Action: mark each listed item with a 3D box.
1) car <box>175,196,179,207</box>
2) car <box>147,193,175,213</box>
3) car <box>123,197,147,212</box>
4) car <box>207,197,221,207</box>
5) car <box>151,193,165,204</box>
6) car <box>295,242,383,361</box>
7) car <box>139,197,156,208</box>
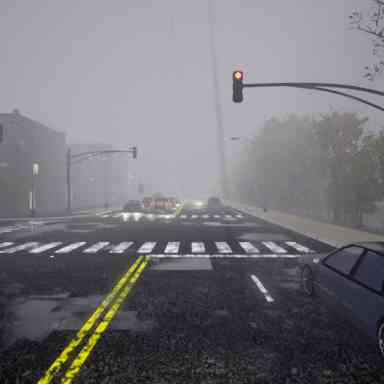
[{"bbox_3d":[-3.376,1.499,49.318,1.837,1.490,4.892,0,0,0],"label":"car"},{"bbox_3d":[-3.350,1.346,36.509,2.097,1.767,4.553,0,0,0],"label":"car"},{"bbox_3d":[-6.603,1.558,38.027,1.994,1.385,4.181,0,0,0],"label":"car"},{"bbox_3d":[3.317,1.470,50.737,1.882,1.535,5.008,0,0,0],"label":"car"},{"bbox_3d":[-6.600,1.211,65.475,2.150,2.045,5.566,0,0,0],"label":"car"},{"bbox_3d":[3.353,1.546,5.448,2.033,1.411,5.357,0,0,0],"label":"car"},{"bbox_3d":[-6.625,1.499,50.024,1.837,1.490,4.892,0,0,0],"label":"car"}]
